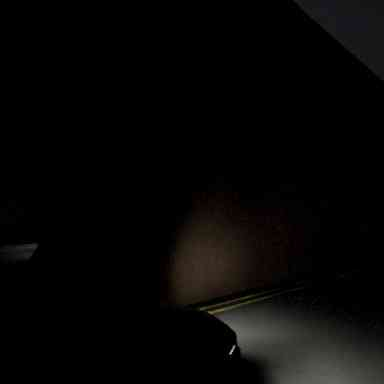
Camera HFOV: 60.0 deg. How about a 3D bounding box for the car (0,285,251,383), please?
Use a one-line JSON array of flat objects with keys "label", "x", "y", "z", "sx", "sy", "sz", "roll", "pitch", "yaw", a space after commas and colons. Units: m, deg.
[{"label": "car", "x": -1.627, "y": 1.525, "z": 2.586, "sx": 4.674, "sy": 1.442, "sz": 1.812, "roll": 0, "pitch": 0, "yaw": -36}]
